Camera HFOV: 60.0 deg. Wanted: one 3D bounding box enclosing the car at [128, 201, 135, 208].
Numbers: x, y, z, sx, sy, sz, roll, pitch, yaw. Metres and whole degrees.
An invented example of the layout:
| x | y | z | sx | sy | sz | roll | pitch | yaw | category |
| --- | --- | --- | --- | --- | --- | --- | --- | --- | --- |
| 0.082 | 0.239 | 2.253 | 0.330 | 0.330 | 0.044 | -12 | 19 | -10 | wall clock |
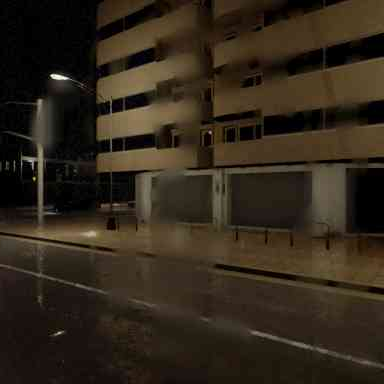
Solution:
| x | y | z | sx | sy | sz | roll | pitch | yaw | category |
| --- | --- | --- | --- | --- | --- | --- | --- | --- | --- |
| -6.755 | 1.478 | 46.366 | 1.882 | 1.535 | 5.008 | 0 | 0 | 36 | car |

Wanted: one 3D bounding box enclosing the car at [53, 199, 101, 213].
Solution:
| x | y | z | sx | sy | sz | roll | pitch | yaw | category |
| --- | --- | --- | --- | --- | --- | --- | --- | --- | --- |
| -12.963 | 1.547 | 37.900 | 2.033 | 1.411 | 5.357 | 0 | 0 | 37 | car |
